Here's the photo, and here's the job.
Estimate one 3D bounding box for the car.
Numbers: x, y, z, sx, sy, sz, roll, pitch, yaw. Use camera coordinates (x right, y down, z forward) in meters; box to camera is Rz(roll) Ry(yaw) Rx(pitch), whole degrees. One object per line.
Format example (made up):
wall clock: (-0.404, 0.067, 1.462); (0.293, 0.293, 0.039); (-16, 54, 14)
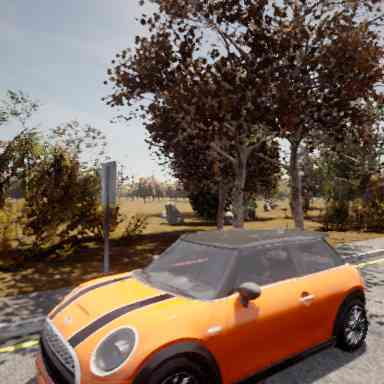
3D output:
car: (0.399, 1.366, 4.591); (4.553, 1.767, 2.097); (0, 0, -36)
